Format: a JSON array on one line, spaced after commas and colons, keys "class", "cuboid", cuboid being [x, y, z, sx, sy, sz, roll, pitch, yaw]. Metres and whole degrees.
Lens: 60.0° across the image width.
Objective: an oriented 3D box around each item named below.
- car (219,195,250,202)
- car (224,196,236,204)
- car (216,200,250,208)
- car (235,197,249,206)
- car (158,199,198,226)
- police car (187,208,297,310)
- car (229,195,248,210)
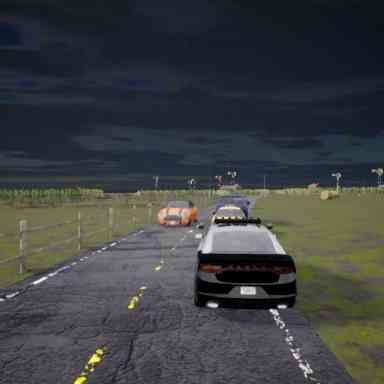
[{"class": "car", "cuboid": [2.915, 1.206, 23.636, 2.150, 2.045, 5.566, 0, 0, 10]}, {"class": "car", "cuboid": [7.255, 1.455, 62.793, 1.812, 1.442, 4.674, 0, 0, 12]}, {"class": "car", "cuboid": [2.048, 1.443, 17.952, 1.801, 1.575, 5.366, 0, 0, 7]}, {"class": "car", "cuboid": [8.118, 1.506, 53.628, 1.994, 1.385, 4.181, 0, 0, 12]}, {"class": "car", "cuboid": [-0.852, 1.336, 22.795, 2.097, 1.767, 4.553, 0, 0, 9]}, {"class": "police car", "cuboid": [1.087, 1.423, 8.071, 1.930, 1.638, 5.238, 0, 0, 4]}, {"class": "car", "cuboid": [6.190, 1.308, 43.886, 2.097, 1.767, 4.553, 0, 0, 12]}]
